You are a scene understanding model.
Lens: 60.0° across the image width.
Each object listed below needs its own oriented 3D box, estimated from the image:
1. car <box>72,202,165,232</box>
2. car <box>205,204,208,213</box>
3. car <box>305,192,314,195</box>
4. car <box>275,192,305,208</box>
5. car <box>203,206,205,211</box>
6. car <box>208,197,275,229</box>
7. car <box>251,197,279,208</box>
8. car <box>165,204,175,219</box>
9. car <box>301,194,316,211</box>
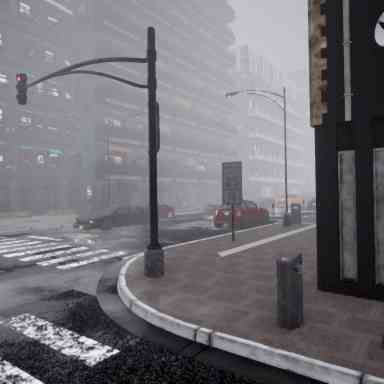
[{"bbox_3d":[-4.284,1.454,19.687,2.033,1.411,5.357,-1,0,36],"label":"car"},{"bbox_3d":[3.772,1.346,30.752,2.033,1.411,5.357,-1,0,36],"label":"car"},{"bbox_3d":[19.503,0.930,56.772,2.192,1.841,5.009,-1,0,36],"label":"car"},{"bbox_3d":[12.168,1.039,42.237,2.097,1.767,4.553,-1,0,36],"label":"car"},{"bbox_3d":[2.843,1.383,33.870,2.008,1.369,4.403,-1,0,36],"label":"car"},{"bbox_3d":[3.042,1.200,19.717,1.967,1.590,4.097,-1,0,36],"label":"car"},{"bbox_3d":[9.509,1.310,43.031,1.947,1.339,4.313,-1,0,36],"label":"car"},{"bbox_3d":[-3.175,1.458,25.755,1.887,1.381,4.507,-1,0,36],"label":"car"},{"bbox_3d":[12.951,1.195,33.521,1.947,1.339,4.313,-1,0,36],"label":"car"}]
